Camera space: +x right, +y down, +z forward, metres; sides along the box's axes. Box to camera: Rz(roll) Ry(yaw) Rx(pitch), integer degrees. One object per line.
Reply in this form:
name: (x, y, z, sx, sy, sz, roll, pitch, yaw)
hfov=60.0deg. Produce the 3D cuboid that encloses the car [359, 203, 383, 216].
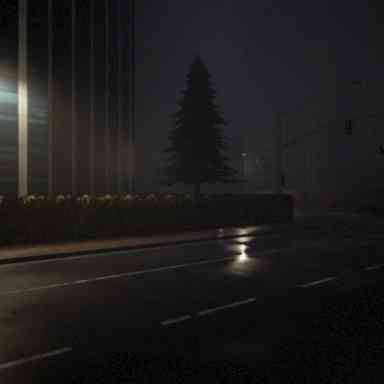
car: (17.517, 1.567, 29.673, 1.895, 1.301, 4.718, 0, 0, -30)
